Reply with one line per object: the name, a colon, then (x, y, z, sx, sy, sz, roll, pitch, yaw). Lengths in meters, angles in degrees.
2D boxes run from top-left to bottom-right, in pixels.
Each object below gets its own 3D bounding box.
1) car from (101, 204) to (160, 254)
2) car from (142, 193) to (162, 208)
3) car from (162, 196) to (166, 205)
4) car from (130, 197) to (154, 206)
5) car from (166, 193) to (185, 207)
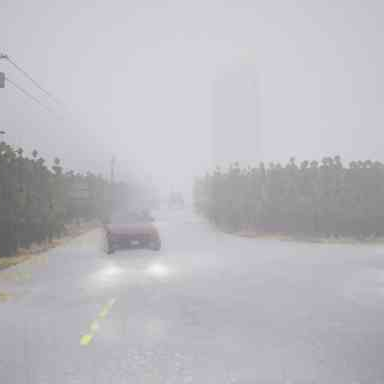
car: (-2.719, 1.473, 13.791, 1.882, 1.535, 5.008, -1, 0, -18)
car: (-5.516, 1.210, 43.246, 2.150, 2.045, 5.566, 0, 0, -2)
car: (-5.463, 1.480, 59.052, 1.882, 1.535, 5.008, 0, 0, 3)
car: (-4.453, 1.469, 28.081, 1.882, 1.535, 5.008, 0, 0, -5)
car: (-2.308, 1.206, 49.724, 2.150, 2.045, 5.566, 0, 0, 0)
